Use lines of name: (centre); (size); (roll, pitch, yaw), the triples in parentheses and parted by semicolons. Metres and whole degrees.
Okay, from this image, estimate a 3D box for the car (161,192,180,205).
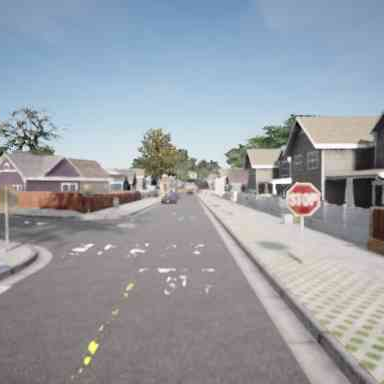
car: (-3.050, 0.954, 44.606); (1.994, 1.385, 4.181); (0, 1, 0)
